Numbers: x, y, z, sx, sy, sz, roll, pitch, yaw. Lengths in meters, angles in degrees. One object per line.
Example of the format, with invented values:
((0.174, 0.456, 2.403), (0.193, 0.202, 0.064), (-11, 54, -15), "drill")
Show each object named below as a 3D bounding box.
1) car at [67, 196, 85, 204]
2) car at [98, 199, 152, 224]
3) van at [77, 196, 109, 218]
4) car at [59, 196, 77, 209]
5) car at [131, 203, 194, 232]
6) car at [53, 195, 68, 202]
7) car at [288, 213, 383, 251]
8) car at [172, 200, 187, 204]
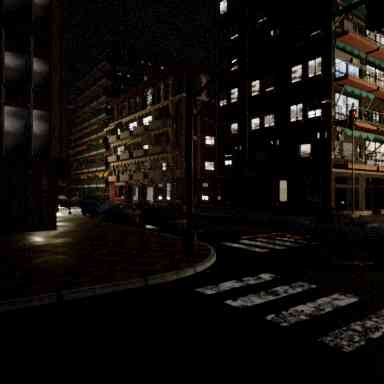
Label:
((-21.493, 1.447, 61.607), (1.752, 1.417, 4.829), (0, 0, -36), "car")
((-4.959, 1.459, 24.248), (1.752, 1.417, 4.829), (0, 0, -36), "car")
((-8.363, 1.265, 28.985), (1.690, 1.788, 3.998), (0, 0, -36), "van")
((-15.872, 1.516, 43.933), (1.895, 1.301, 4.718), (0, 0, -35), "car")
((-1.753, 1.526, 19.787), (1.802, 1.307, 4.206), (0, 0, -36), "car")
((-28.005, 1.360, 70.667), (1.967, 1.590, 4.097), (0, 0, -36), "car")
((6.685, 1.583, 14.089), (4.718, 1.301, 1.895), (0, 0, 39), "car")
((-1.659, 1.488, 34.014), (1.752, 1.417, 4.829), (0, 0, -36), "car")
